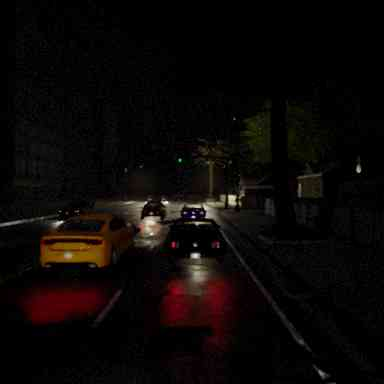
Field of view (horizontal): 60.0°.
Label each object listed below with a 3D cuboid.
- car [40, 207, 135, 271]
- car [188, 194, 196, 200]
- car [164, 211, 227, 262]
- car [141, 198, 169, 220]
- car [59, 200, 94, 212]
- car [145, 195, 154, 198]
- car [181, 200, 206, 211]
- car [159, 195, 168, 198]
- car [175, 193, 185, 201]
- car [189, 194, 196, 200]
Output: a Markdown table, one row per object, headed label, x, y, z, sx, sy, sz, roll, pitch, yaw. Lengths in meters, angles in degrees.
| label | x | y | z | sx | sy | sz | roll | pitch | yaw |
| --- | --- | --- | --- | --- | --- | --- | --- | --- | --- |
| car | -3.145 | 1.464 | 10.945 | 1.882 | 1.535 | 5.008 | 0 | 0 | 0 |
| car | 0.035 | 1.371 | 93.875 | 2.128 | 1.511 | 4.902 | 0 | 0 | 0 |
| car | 0.104 | 1.586 | 12.044 | 1.895 | 1.301 | 4.718 | 0 | 0 | 0 |
| car | -3.137 | 1.498 | 27.967 | 1.812 | 1.442 | 4.674 | 0 | 0 | 0 |
| car | -9.763 | 1.479 | 28.507 | 1.837 | 1.490 | 4.892 | 0 | -1 | 1 |
| car | -9.721 | 1.515 | 77.021 | 2.128 | 1.511 | 4.902 | 0 | 0 | 0 |
| car | 0.110 | 1.573 | 26.587 | 1.895 | 1.301 | 4.718 | 0 | 0 | 0 |
| car | -6.471 | 1.515 | 77.018 | 2.128 | 1.511 | 4.902 | 0 | 0 | 0 |
| car | -3.219 | 1.515 | 83.872 | 1.812 | 1.442 | 4.674 | 0 | 0 | 0 |
| car | 0.031 | 1.529 | 83.455 | 2.033 | 1.411 | 5.357 | 0 | 0 | 0 |
